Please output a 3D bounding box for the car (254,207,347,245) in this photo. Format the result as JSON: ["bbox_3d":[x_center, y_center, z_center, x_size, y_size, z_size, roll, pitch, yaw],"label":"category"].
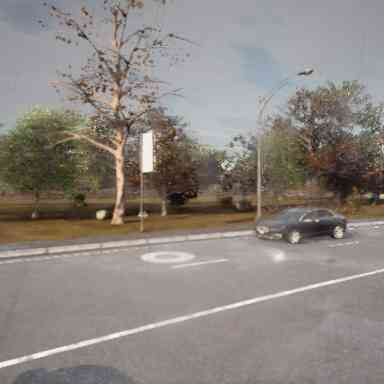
[{"bbox_3d":[5.069,1.462,15.322,4.892,1.490,1.837,0,0,-30],"label":"car"}]
